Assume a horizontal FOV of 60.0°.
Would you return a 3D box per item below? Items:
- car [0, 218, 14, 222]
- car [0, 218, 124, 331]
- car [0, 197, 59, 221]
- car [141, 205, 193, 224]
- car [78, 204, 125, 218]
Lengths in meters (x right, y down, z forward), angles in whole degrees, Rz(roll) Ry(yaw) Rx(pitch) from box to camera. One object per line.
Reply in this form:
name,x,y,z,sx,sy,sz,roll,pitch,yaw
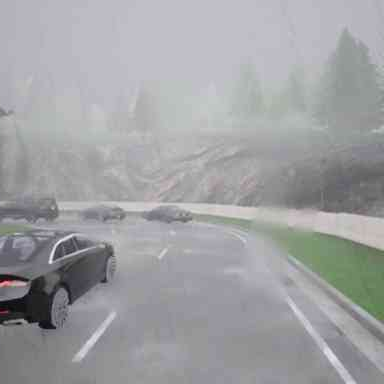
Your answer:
car,-6.500,1.567,7.798,1.812,1.442,4.674,0,-1,3
car,-3.037,1.543,6.988,2.128,1.511,4.902,0,-1,3
car,-13.467,1.405,26.756,5.566,2.045,2.150,0,-2,16
car,-2.122,1.790,27.009,2.033,1.411,5.357,1,-1,-37
car,-7.511,1.711,27.423,4.902,1.511,2.128,0,-1,42
